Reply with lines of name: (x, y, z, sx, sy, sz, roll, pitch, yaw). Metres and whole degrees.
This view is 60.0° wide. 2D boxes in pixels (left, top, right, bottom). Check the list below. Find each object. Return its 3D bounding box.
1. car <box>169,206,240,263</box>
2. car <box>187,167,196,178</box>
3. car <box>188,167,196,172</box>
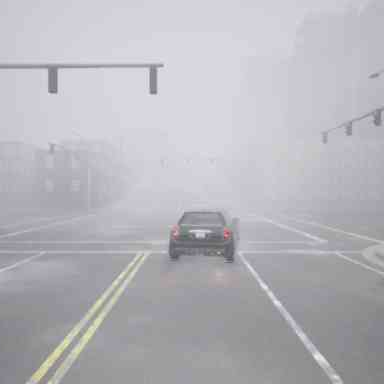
car: (0.636, 1.358, 12.360, 2.097, 1.767, 4.553, 0, 0, 10)
car: (-0.011, -4.533, 78.419, 2.097, 1.767, 4.553, 0, 12, 0)
car: (-0.012, -6.032, 88.445, 1.994, 1.385, 4.181, 0, 5, 0)
